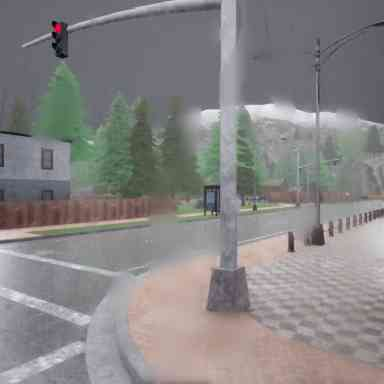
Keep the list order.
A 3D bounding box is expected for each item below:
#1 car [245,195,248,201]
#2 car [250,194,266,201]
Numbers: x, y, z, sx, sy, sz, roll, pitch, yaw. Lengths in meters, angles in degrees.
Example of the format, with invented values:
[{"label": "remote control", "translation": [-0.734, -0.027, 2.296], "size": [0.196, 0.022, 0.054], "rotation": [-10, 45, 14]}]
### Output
[{"label": "car", "translation": [13.047, 1.157, 77.457], "size": [1.905, 1.878, 3.866], "rotation": [0, 0, 36]}, {"label": "car", "translation": [15.312, 1.154, 76.297], "size": [1.932, 1.855, 4.605], "rotation": [0, 0, 36]}]
